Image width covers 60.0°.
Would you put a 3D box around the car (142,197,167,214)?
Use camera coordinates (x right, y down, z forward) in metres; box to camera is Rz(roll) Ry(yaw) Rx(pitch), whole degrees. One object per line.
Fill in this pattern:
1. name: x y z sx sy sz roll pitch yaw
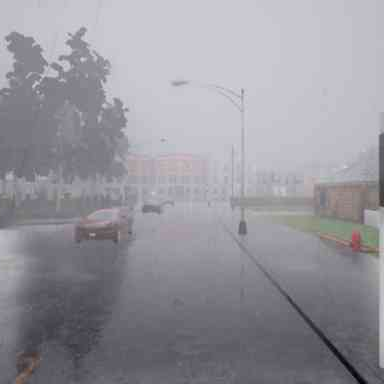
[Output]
1. car: -4.001 1.462 34.767 1.882 1.535 5.008 0 0 0

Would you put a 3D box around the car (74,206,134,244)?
1. car: -4.056 1.471 16.060 1.882 1.535 5.008 0 0 0

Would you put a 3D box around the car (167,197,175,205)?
1. car: -3.845 1.523 56.964 2.033 1.411 5.357 0 0 0
